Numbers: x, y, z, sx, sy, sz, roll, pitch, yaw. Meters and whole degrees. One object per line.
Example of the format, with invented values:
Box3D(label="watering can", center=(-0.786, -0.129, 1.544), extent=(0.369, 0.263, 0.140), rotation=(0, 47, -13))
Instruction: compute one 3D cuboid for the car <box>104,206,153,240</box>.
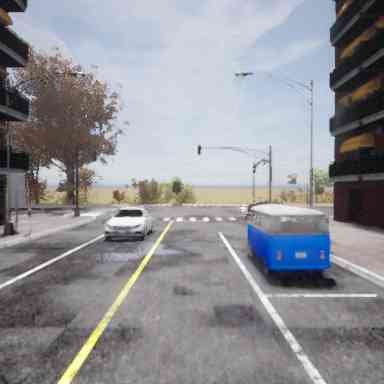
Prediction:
Box3D(label="car", center=(-3.064, 1.486, 16.941), extent=(1.812, 1.442, 4.674), rotation=(0, 0, 0))

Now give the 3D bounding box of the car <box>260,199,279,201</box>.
Box3D(label="car", center=(7.981, 1.461, 32.685), extent=(5.008, 1.535, 1.882), rotation=(0, 1, 0))

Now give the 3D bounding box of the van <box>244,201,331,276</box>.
Box3D(label="van", center=(2.675, 1.318, 10.039), extent=(1.690, 1.788, 3.998), rotation=(-1, 0, 0))
